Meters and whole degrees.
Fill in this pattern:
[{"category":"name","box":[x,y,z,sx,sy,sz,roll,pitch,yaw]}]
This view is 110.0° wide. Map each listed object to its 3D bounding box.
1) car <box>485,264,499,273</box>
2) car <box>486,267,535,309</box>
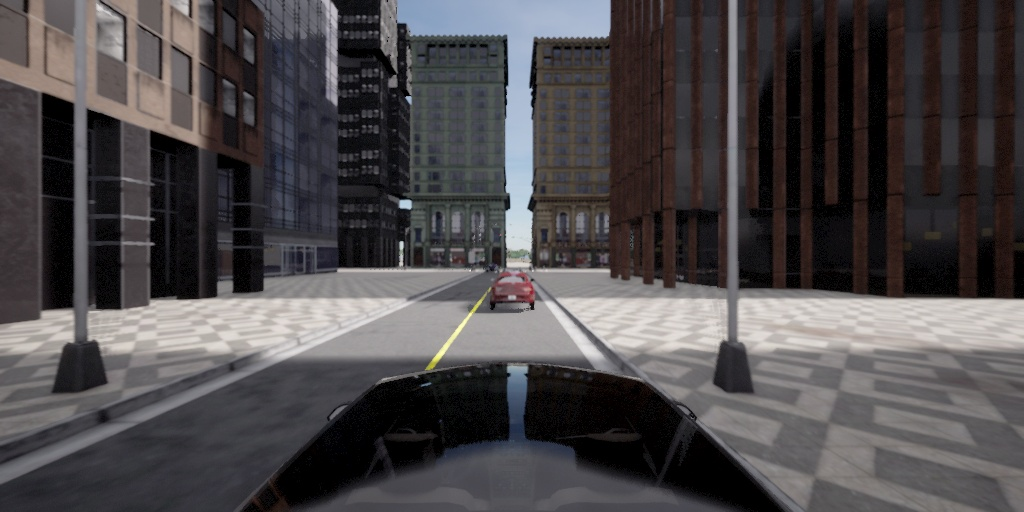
[{"category":"car","box":[-3.004,1.882,55.504,1.994,1.385,4.181,0,-1,0]},{"category":"car","box":[0.030,1.413,15.765,1.812,1.442,4.674,0,0,1]}]
